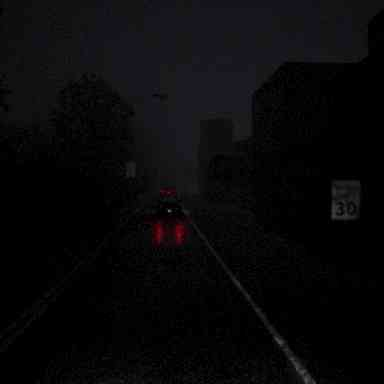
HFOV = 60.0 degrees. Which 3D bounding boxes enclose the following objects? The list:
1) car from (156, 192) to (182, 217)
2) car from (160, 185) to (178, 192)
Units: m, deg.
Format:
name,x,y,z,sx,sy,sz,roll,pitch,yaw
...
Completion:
name,x,y,z,sx,sy,sz,roll,pitch,yaw
car,-1.715,1.027,24.823,1.812,1.442,4.674,0,2,-5
car,-2.969,0.065,42.904,2.150,2.045,5.566,0,3,-4
